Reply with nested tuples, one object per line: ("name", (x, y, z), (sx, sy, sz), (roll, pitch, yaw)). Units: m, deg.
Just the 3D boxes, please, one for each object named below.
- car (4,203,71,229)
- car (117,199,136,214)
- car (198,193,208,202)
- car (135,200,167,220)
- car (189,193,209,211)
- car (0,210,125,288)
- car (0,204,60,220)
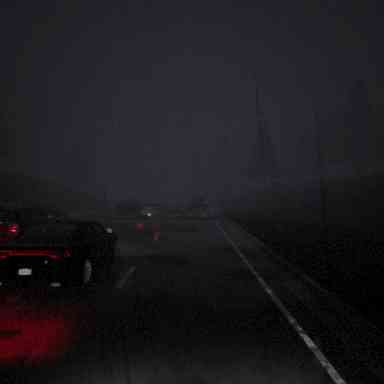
("car", (-10.345, 1.547, 22.801), (2.033, 1.411, 5.357), (0, 0, 1))
("car", (-6.479, 1.477, 35.008), (1.882, 1.535, 5.008), (0, 0, 2))
("car", (2.658, 1.223, 76.707), (2.150, 2.045, 5.566), (0, 0, 3))
("car", (-3.226, 1.525, 27.924), (1.812, 1.442, 4.674), (0, 0, 1))
("car", (0.803, 1.350, 40.876), (2.097, 1.767, 4.553), (0, 0, 3))
("car", (-3.400, 1.477, 9.260), (1.882, 1.535, 5.008), (0, 0, 0))
("car", (-6.897, 1.352, 13.475), (2.097, 1.767, 4.553), (0, 0, 0))
